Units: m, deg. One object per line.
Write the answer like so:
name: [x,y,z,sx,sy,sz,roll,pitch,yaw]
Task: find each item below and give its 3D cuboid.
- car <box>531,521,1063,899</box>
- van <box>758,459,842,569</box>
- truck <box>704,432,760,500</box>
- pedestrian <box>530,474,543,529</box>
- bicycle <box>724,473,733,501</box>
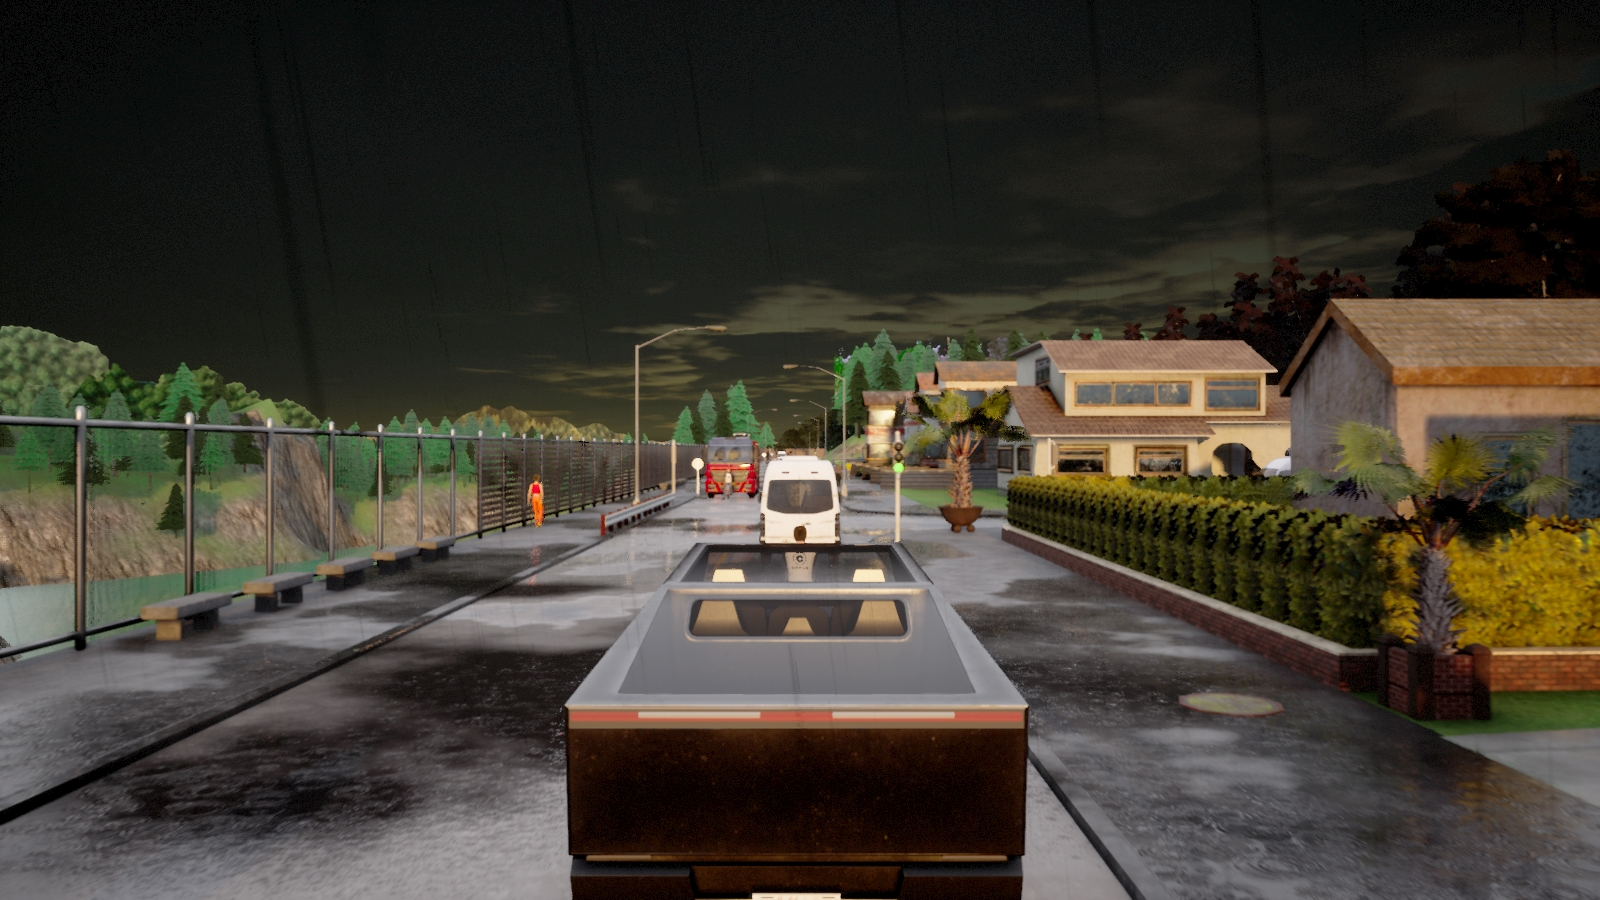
car: [-0.009,1.755,8.270,2.390,2.098,6.274,0,0,0]
van: [0.004,1.540,30.069,1.988,2.561,5.915,0,0,0]
truck: [-3.993,0.904,68.886,2.891,3.827,8.468,0,0,0]
pedestrian: [-9.039,1.752,39.222,0.375,1.860,0.375,0,0,2]
bicycle: [-3.993,2.068,63.599,0.373,1.496,1.643,0,0,0]
